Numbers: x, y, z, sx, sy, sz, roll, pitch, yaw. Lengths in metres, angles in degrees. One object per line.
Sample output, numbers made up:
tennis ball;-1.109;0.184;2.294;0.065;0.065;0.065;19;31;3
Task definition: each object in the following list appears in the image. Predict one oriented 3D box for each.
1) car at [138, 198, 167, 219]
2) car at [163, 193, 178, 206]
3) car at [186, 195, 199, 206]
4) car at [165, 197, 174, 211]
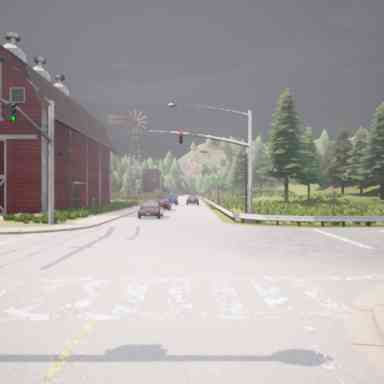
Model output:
car;-3.545;1.517;29.186;1.812;1.442;4.674;0;0;0
car;-3.476;1.206;55.236;2.150;2.045;5.566;0;0;0
car;0.105;1.335;55.591;2.097;1.767;4.553;0;0;0
car;-3.524;1.588;40.352;1.895;1.301;4.718;0;0;0
